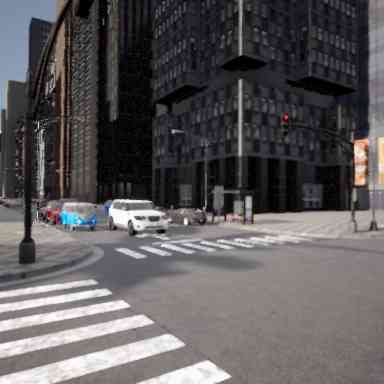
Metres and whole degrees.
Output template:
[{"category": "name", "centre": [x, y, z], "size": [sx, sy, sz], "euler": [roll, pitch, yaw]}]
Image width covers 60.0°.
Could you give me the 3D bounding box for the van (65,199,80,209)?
[{"category": "van", "centre": [-21.796, 2.156, 60.631], "size": [1.690, 1.788, 3.998], "euler": [1, -1, -32]}]

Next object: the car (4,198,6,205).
[{"category": "car", "centre": [-38.039, 2.403, 70.278], "size": [1.752, 1.417, 4.829], "euler": [1, -1, -32]}]

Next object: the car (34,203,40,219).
[{"category": "car", "centre": [-13.753, 1.979, 32.102], "size": [1.802, 1.307, 4.206], "euler": [1, -1, -32]}]

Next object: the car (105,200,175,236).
[{"category": "car", "centre": [-3.527, 1.508, 20.996], "size": [2.150, 2.045, 5.566], "euler": [1, -1, -32]}]

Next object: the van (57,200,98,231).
[{"category": "van", "centre": [-7.656, 1.625, 22.526], "size": [1.690, 1.788, 3.998], "euler": [1, -1, -32]}]

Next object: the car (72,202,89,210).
[{"category": "car", "centre": [-18.750, 2.337, 55.837], "size": [1.802, 1.307, 4.206], "euler": [1, -1, -32]}]

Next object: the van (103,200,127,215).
[{"category": "van", "centre": [-9.606, 1.915, 41.471], "size": [1.690, 1.788, 3.998], "euler": [1, -1, -32]}]

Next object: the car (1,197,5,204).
[{"category": "car", "centre": [-44.133, 2.525, 79.857], "size": [1.752, 1.417, 4.829], "euler": [1, -1, -32]}]

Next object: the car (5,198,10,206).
[{"category": "car", "centre": [-35.083, 2.259, 65.633], "size": [1.967, 1.590, 4.097], "euler": [1, -1, -32]}]

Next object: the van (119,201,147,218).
[{"category": "van", "centre": [-6.559, 1.857, 36.682], "size": [1.690, 1.788, 3.998], "euler": [1, -1, -32]}]

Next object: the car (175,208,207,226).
[{"category": "car", "centre": [-0.466, 1.953, 27.098], "size": [2.008, 1.369, 4.403], "euler": [1, -1, -32]}]

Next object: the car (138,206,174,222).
[{"category": "car", "centre": [-3.513, 2.041, 31.888], "size": [1.802, 1.307, 4.206], "euler": [1, -1, -32]}]

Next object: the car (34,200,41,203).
[{"category": "car", "centre": [-22.226, 2.268, 50.565], "size": [1.895, 1.301, 4.718], "euler": [1, -1, -32]}]

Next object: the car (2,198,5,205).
[{"category": "car", "centre": [-41.178, 2.506, 75.211], "size": [1.947, 1.339, 4.313], "euler": [1, -1, -32]}]

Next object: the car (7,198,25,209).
[{"category": "car", "centre": [-32.036, 2.308, 60.841], "size": [2.008, 1.369, 4.403], "euler": [1, -1, -32]}]

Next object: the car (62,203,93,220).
[{"category": "car", "centre": [-11.693, 1.916, 33.833], "size": [1.882, 1.535, 5.008], "euler": [1, -1, -32]}]

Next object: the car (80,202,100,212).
[{"category": "car", "centre": [-15.703, 2.276, 51.047], "size": [1.802, 1.307, 4.206], "euler": [1, -1, -32]}]

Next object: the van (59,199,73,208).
[{"category": "van", "centre": [-24.844, 2.217, 65.422], "size": [1.690, 1.788, 3.998], "euler": [1, -1, -32]}]

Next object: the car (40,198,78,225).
[{"category": "car", "centre": [-10.703, 1.655, 27.316], "size": [2.192, 1.841, 5.009], "euler": [1, -1, -32]}]
